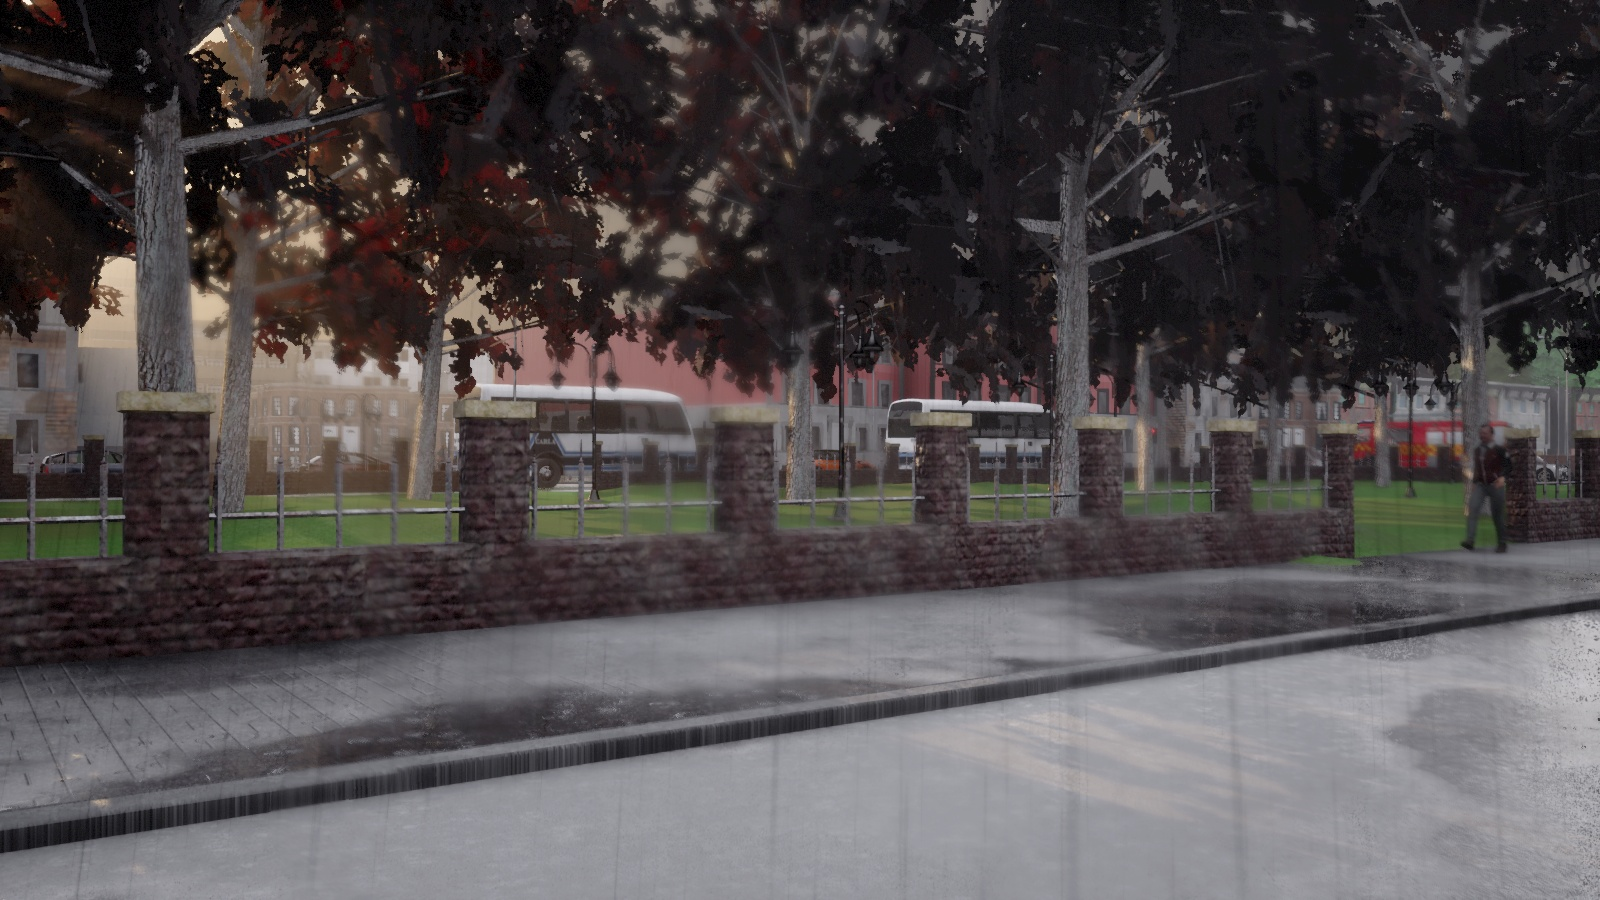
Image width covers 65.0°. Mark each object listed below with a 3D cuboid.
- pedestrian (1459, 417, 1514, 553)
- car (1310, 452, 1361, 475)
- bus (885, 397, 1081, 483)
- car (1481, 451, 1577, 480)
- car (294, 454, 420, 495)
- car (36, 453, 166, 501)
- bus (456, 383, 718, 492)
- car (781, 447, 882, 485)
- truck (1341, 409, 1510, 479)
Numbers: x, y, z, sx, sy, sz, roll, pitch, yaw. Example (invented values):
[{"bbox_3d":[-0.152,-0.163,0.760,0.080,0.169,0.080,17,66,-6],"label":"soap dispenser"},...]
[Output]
[{"bbox_3d":[9.528,0.477,17.434,0.720,1.854,0.376,0,0,-33],"label":"pedestrian"},{"bbox_3d":[36.225,0.889,84.869,3.633,1.501,1.845,0,0,-43],"label":"car"},{"bbox_3d":[9.780,-0.490,66.470,10.273,4.253,3.944,0,0,-34],"label":"bus"},{"bbox_3d":[37.564,0.789,64.729,1.970,1.475,3.806,0,0,-37],"label":"car"},{"bbox_3d":[-16.821,0.911,47.789,4.193,1.474,1.816,0,0,-35],"label":"car"},{"bbox_3d":[-23.848,0.879,42.861,3.705,1.549,1.789,0,0,-35],"label":"car"},{"bbox_3d":[-8.897,-0.482,53.337,10.273,4.253,3.944,0,0,-35],"label":"bus"},{"bbox_3d":[1.542,0.748,60.656,4.553,1.767,2.097,0,0,-35],"label":"car"},{"bbox_3d":[36.406,-0.317,73.455,2.891,3.827,8.468,0,0,-35],"label":"truck"}]
